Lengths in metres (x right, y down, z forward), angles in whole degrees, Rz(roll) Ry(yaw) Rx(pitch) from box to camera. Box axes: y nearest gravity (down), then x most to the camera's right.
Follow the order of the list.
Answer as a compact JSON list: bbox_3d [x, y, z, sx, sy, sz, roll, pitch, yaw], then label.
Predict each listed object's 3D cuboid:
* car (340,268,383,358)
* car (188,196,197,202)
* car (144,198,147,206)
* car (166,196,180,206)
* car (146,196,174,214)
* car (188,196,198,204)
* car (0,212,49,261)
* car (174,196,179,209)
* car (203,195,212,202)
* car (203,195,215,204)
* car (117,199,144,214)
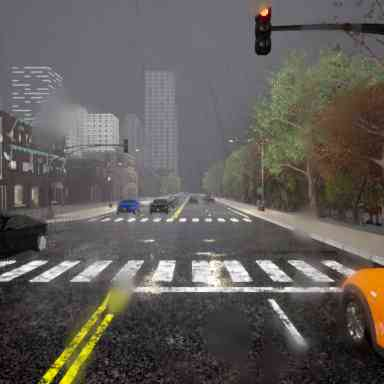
[{"bbox_3d":[3.359,1.351,3.381,2.097,1.767,4.553,0,0,0],"label":"car"},{"bbox_3d":[0.177,1.565,74.914,1.895,1.301,4.718,0,0,0],"label":"car"},{"bbox_3d":[-6.489,1.583,48.552,1.895,1.301,4.718,0,0,0],"label":"car"},{"bbox_3d":[-3.203,1.471,57.144,2.128,1.511,4.902,0,0,0],"label":"car"},{"bbox_3d":[-3.271,1.467,34.845,1.882,1.535,5.008,0,0,0],"label":"car"},{"bbox_3d":[0.248,1.523,64.421,2.033,1.411,5.357,0,0,1],"label":"car"},{"bbox_3d":[-6.575,1.477,11.066,1.882,1.535,5.008,0,0,0],"label":"car"},{"bbox_3d":[-3.245,1.548,44.807,1.994,1.385,4.181,0,0,1],"label":"car"},{"bbox_3d":[3.427,1.447,74.861,1.882,1.535,5.008,0,0,0],"label":"car"},{"bbox_3d":[3.498,1.467,64.696,2.128,1.511,4.902,0,0,0],"label":"car"},{"bbox_3d":[-6.529,1.467,34.732,1.882,1.535,5.008,0,0,-1],"label":"car"}]
